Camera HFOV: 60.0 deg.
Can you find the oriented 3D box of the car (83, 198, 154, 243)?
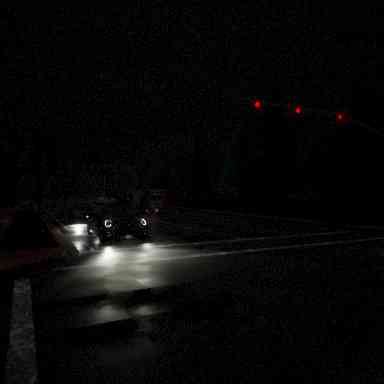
[{"bbox_3d":[-3.744,1.352,16.328,2.097,1.767,4.553,0,0,-27],"label":"car"}]

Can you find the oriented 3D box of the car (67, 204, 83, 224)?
[{"bbox_3d":[-8.237,1.564,25.200,1.994,1.385,4.181,0,0,-27],"label":"car"}]

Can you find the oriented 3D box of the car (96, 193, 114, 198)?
[{"bbox_3d":[-13.414,1.221,51.201,2.150,2.045,5.566,0,0,-27],"label":"car"}]

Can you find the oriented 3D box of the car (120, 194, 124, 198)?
[{"bbox_3d":[-9.718,1.221,51.630,2.150,2.045,5.566,0,0,-26],"label":"car"}]

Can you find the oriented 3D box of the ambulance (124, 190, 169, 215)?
[{"bbox_3d":[-4.595,1.031,33.680,2.351,2.431,6.366,0,0,-27],"label":"ambulance"}]
